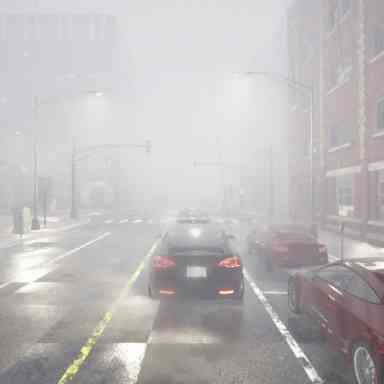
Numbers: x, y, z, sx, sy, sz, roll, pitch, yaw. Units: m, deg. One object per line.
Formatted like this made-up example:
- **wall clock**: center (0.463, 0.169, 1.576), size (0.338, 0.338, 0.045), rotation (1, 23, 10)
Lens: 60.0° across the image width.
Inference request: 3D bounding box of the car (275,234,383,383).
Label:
- **car**: center (2.658, 1.583, 4.716), size (1.802, 1.307, 4.206), rotation (1, 0, 0)

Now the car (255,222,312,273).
- **car**: center (2.816, 1.585, 10.372), size (1.802, 1.307, 4.206), rotation (1, 0, 0)

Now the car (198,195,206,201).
- **car**: center (2.522, 1.597, 87.887), size (1.947, 1.339, 4.313), rotation (1, 0, 0)

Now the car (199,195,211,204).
- **car**: center (2.580, 1.544, 59.796), size (1.752, 1.417, 4.829), rotation (1, 0, 0)

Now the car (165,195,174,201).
- **car**: center (-5.858, 1.582, 87.909), size (2.008, 1.369, 4.403), rotation (1, 0, 0)

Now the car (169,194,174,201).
- **car**: center (-5.835, 1.607, 76.604), size (1.802, 1.307, 4.206), rotation (1, 0, 0)

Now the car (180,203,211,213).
- **car**: center (0.065, 1.552, 17.686), size (2.033, 1.411, 5.357), rotation (0, 0, -1)

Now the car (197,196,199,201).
- **car**: center (2.534, 1.573, 82.236), size (1.887, 1.381, 4.507), rotation (1, 0, 0)

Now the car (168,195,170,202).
- **car**: center (-5.812, 1.602, 65.300), size (1.802, 1.307, 4.206), rotation (1, 0, 0)

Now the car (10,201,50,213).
- **car**: center (-18.790, 1.730, 38.711), size (4.313, 1.339, 1.947), rotation (0, -1, 0)

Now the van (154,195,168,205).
- **van**: center (-5.797, 1.359, 59.648), size (1.690, 1.788, 3.998), rotation (1, 0, 0)

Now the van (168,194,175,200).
- **van**: center (-5.866, 1.375, 93.561), size (1.690, 1.788, 3.998), rotation (1, 0, 0)

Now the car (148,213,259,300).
- **car**: center (0.083, 1.506, 8.414), size (2.163, 1.488, 4.792), rotation (0, 0, 0)
